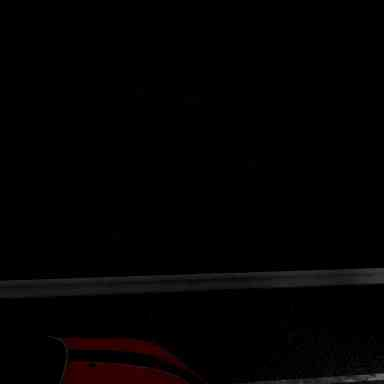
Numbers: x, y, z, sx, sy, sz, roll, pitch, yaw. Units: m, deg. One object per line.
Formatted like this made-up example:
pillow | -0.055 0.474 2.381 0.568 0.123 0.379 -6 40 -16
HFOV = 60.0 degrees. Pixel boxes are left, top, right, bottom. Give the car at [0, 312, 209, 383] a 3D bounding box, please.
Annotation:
car | -1.880 1.352 1.634 4.553 1.767 2.097 0 0 -6
